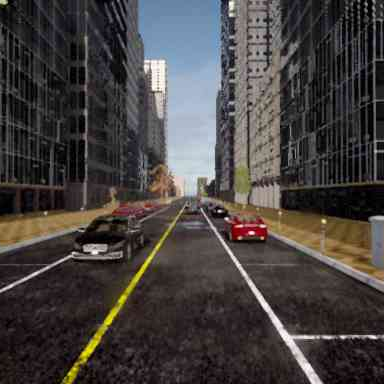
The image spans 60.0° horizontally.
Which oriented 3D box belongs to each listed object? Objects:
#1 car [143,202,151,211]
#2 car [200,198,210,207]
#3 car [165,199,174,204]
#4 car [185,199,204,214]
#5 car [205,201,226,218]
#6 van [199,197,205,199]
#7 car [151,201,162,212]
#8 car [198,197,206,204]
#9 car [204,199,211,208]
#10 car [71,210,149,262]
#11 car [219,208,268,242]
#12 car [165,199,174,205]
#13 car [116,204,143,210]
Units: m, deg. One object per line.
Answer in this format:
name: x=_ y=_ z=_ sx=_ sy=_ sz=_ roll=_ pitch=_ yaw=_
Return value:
car: x=-5.690 y=1.944 z=34.334 sx=1.802 sy=1.307 sz=4.206 roll=0 pitch=-1 yaw=0
car: x=2.691 y=2.132 z=68.480 sx=1.967 sy=1.590 sz=4.097 roll=0 pitch=-1 yaw=0
car: x=-5.691 y=2.397 z=85.566 sx=2.008 sy=1.369 sz=4.403 roll=0 pitch=-1 yaw=0
car: x=0.097 y=1.925 z=41.621 sx=2.128 sy=1.511 sz=4.902 roll=0 pitch=-1 yaw=0
car: x=2.691 y=1.927 z=34.327 sx=1.947 sy=1.339 sz=4.313 roll=0 pitch=-1 yaw=0
van: x=2.691 y=1.980 z=62.790 sx=1.690 sy=1.788 sz=3.998 roll=0 pitch=-1 yaw=0
car: x=-5.690 y=2.019 z=45.719 sx=1.887 sy=1.381 sz=4.507 roll=0 pitch=-1 yaw=0
car: x=2.691 y=2.211 z=91.249 sx=2.192 sy=1.841 sz=5.009 roll=0 pitch=-1 yaw=0
car: x=2.691 y=2.040 z=45.711 sx=1.947 sy=1.339 sz=4.313 roll=0 pitch=-1 yaw=0
car: x=-3.001 y=1.644 z=12.684 sx=1.837 sy=1.490 sz=4.892 roll=0 pitch=-1 yaw=0
car: x=2.691 y=1.732 z=17.251 sx=1.887 sy=1.381 sz=4.507 roll=0 pitch=-1 yaw=0
car: x=-5.691 y=2.319 z=79.703 sx=1.752 sy=1.417 sz=4.829 roll=0 pitch=-1 yaw=0
car: x=-5.689 y=1.849 z=28.641 sx=1.887 sy=1.381 sz=4.507 roll=0 pitch=-1 yaw=0
